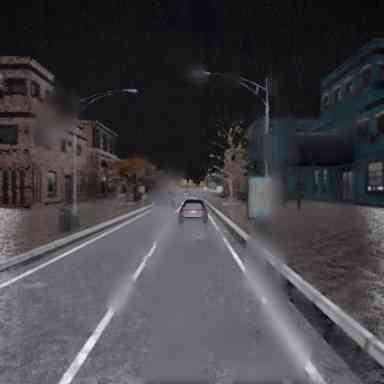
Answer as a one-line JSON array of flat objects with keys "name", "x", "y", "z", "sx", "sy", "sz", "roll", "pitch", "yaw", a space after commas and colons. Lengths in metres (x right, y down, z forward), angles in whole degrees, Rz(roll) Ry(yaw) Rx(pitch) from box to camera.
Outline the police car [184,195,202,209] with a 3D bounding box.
[{"name": "police car", "x": 0.106, "y": 1.244, "z": 41.764, "sx": 2.038, "sy": 1.542, "sz": 4.974, "roll": 0, "pitch": 0, "yaw": 0}]

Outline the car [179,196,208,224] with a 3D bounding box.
[{"name": "car", "x": 0.104, "y": 1.313, "z": 23.782, "sx": 2.033, "sy": 1.649, "sz": 4.856, "roll": 0, "pitch": 0, "yaw": 0}]

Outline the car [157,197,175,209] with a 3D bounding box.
[{"name": "car", "x": -3.080, "y": 1.316, "z": 40.207, "sx": 1.994, "sy": 1.385, "sz": 4.181, "roll": 0, "pitch": 0, "yaw": 0}]
